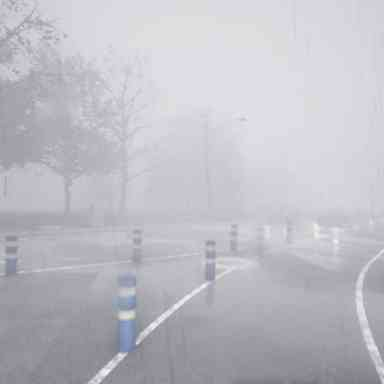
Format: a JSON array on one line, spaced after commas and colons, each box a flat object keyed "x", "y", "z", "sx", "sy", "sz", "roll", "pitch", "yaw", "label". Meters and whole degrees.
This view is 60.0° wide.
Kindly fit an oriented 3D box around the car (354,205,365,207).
[{"x": 30.205, "y": 3.332, "z": 60.259, "sx": 2.150, "sy": 2.045, "sz": 5.566, "roll": 1, "pitch": -2, "yaw": 35, "label": "car"}]

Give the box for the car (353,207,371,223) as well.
[{"x": 17.983, "y": 2.646, "z": 36.879, "sx": 2.033, "sy": 1.411, "sz": 5.357, "roll": 1, "pitch": -2, "yaw": 36, "label": "car"}]

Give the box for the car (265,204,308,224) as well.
[{"x": 8.195, "y": 1.883, "z": 29.281, "sx": 2.097, "sy": 1.767, "sz": 4.553, "roll": 1, "pitch": -2, "yaw": 36, "label": "car"}]

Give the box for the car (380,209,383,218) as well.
[{"x": 31.919, "y": 3.646, "z": 56.608, "sx": 1.882, "sy": 1.535, "sz": 5.008, "roll": 1, "pitch": -2, "yaw": 35, "label": "car"}]

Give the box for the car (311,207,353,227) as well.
[{"x": 12.237, "y": 2.169, "z": 28.863, "sx": 1.837, "sy": 1.490, "sz": 4.892, "roll": 1, "pitch": -2, "yaw": 36, "label": "car"}]

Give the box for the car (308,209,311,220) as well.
[{"x": 13.477, "y": 2.525, "z": 36.649, "sx": 1.895, "sy": 1.301, "sz": 4.718, "roll": 1, "pitch": -2, "yaw": 36, "label": "car"}]

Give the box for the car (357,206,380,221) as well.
[{"x": 23.766, "y": 3.047, "z": 45.016, "sx": 1.837, "sy": 1.490, "sz": 4.892, "roll": 1, "pitch": -2, "yaw": 36, "label": "car"}]
